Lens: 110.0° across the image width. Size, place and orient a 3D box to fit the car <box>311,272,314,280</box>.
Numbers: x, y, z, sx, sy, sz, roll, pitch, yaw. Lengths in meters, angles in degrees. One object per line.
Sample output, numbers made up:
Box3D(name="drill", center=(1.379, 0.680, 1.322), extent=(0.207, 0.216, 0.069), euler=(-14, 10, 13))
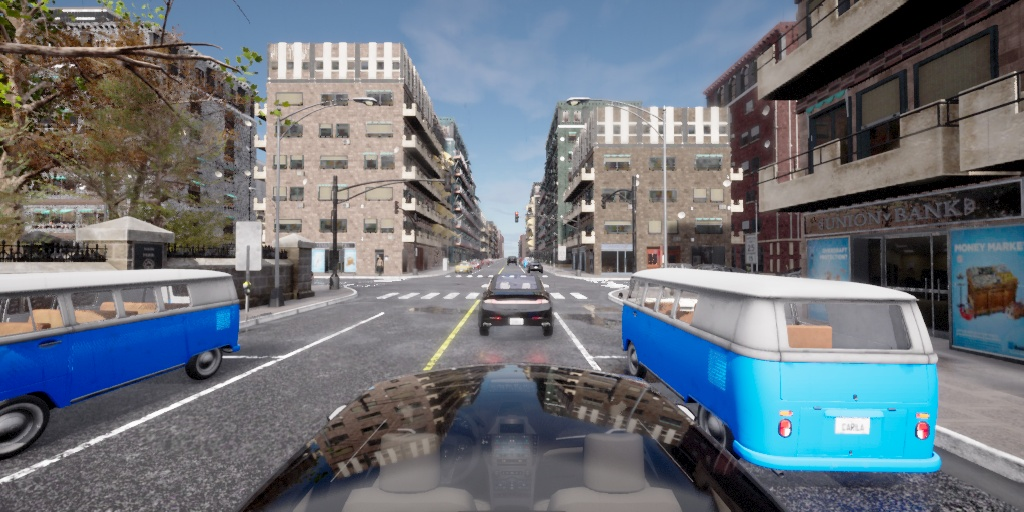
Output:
Box3D(name="car", center=(-16.578, 1.000, 25.364), extent=(4.553, 1.767, 2.097), euler=(0, -1, 1))

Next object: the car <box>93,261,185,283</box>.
Box3D(name="car", center=(-26.404, 1.120, 25.483), extent=(4.674, 1.442, 1.812), euler=(0, -1, 1))

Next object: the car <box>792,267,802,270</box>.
Box3D(name="car", center=(25.003, 1.462, 28.052), extent=(4.674, 1.442, 1.812), euler=(0, -1, 1))

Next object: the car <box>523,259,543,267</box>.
Box3D(name="car", center=(2.708, 1.331, 42.606), extent=(1.948, 1.339, 4.313), euler=(0, 0, 0))

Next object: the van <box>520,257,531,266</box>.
Box3D(name="van", center=(2.715, 1.114, 59.533), extent=(1.690, 1.789, 3.998), euler=(0, 0, 0))

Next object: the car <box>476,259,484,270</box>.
Box3D(name="car", center=(-5.669, 1.210, 53.895), extent=(1.967, 1.591, 4.097), euler=(0, 0, 0))

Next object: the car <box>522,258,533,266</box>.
Box3D(name="car", center=(2.710, 1.318, 48.249), extent=(2.007, 1.370, 4.403), euler=(0, 0, 0))

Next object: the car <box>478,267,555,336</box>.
Box3D(name="car", center=(0.103, 1.244, 10.390), extent=(2.128, 1.511, 4.902), euler=(0, 0, 0))

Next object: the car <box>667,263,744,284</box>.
Box3D(name="car", center=(15.102, 1.358, 28.175), extent=(5.008, 1.535, 1.882), euler=(0, -1, 1))

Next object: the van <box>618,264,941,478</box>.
Box3D(name="van", center=(2.660, 1.092, 4.659), extent=(1.690, 1.789, 3.998), euler=(0, 0, 0))

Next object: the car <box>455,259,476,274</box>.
Box3D(name="car", center=(-5.673, 1.291, 42.439), extent=(1.751, 1.417, 4.829), euler=(0, 0, 0))

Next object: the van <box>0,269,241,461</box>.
Box3D(name="van", center=(-5.655, 1.092, 4.664), extent=(1.690, 1.789, 3.998), euler=(0, 0, 0))

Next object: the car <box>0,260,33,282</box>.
Box3D(name="car", center=(-37.886, 1.039, 25.633), extent=(4.892, 1.490, 1.837), euler=(0, -1, 1))

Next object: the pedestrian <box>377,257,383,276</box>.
Box3D(name="pedestrian", center=(-12.526, 0.968, 34.054), extent=(0.375, 1.860, 0.375), euler=(0, -1, 1))
